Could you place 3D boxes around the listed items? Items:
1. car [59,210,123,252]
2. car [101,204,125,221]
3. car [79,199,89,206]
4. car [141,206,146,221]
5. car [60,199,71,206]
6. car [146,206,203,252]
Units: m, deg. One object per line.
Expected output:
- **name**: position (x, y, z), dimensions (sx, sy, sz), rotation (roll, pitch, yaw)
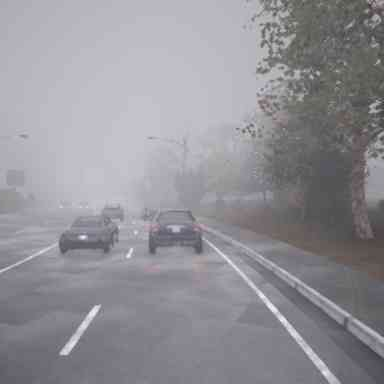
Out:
- **car**: position (-4.352, 1.703, 14.562), dimensions (1.994, 1.385, 4.181), rotation (0, 0, -7)
- **car**: position (-7.006, 1.769, 29.468), dimensions (2.128, 1.511, 4.902), rotation (0, 0, -13)
- **car**: position (-22.174, 2.202, 68.388), dimensions (1.994, 1.385, 4.181), rotation (0, -1, -18)
- **car**: position (-3.553, 1.886, 30.064), dimensions (1.895, 1.301, 4.718), rotation (0, -1, -13)
- **car**: position (-25.510, 2.112, 67.330), dimensions (1.882, 1.535, 5.008), rotation (0, -1, -18)
- **car**: position (-0.848, 1.491, 14.736), dimensions (2.097, 1.767, 4.553), rotation (0, -1, -7)
